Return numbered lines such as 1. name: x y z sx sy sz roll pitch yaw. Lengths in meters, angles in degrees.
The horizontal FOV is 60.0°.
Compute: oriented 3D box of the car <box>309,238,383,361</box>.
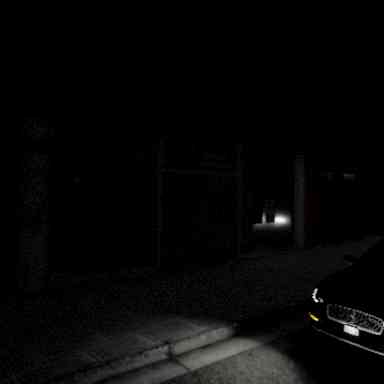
1. car: 3.982 1.504 5.601 4.892 1.490 1.837 0 0 -36
